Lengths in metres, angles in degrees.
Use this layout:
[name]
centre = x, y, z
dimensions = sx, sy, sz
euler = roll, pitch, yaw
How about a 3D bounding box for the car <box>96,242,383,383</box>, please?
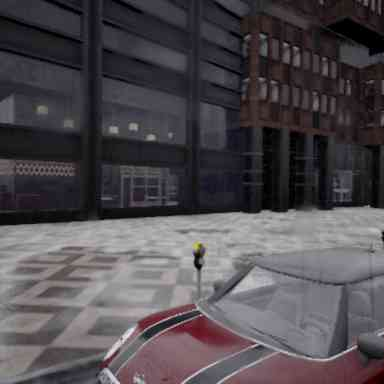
[car]
centre = 1.129, 1.405, 3.382
dimensions = 4.097, 1.590, 1.967
euler = 1, 0, -34
